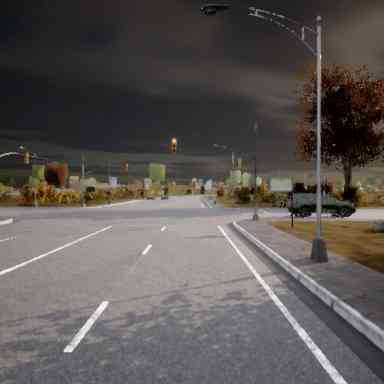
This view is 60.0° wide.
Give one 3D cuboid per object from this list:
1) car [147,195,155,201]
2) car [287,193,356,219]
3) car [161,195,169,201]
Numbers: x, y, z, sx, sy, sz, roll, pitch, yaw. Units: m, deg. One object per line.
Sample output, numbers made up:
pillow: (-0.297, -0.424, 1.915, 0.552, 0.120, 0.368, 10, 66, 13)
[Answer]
car: (-10.494, 1.531, 85.528, 2.033, 1.411, 5.357, 0, 0, 0)
car: (11.171, 1.124, 29.006, 5.566, 2.045, 2.150, 0, 0, 3)
car: (-6.994, 1.531, 85.518, 2.033, 1.411, 5.357, 0, 0, 0)
